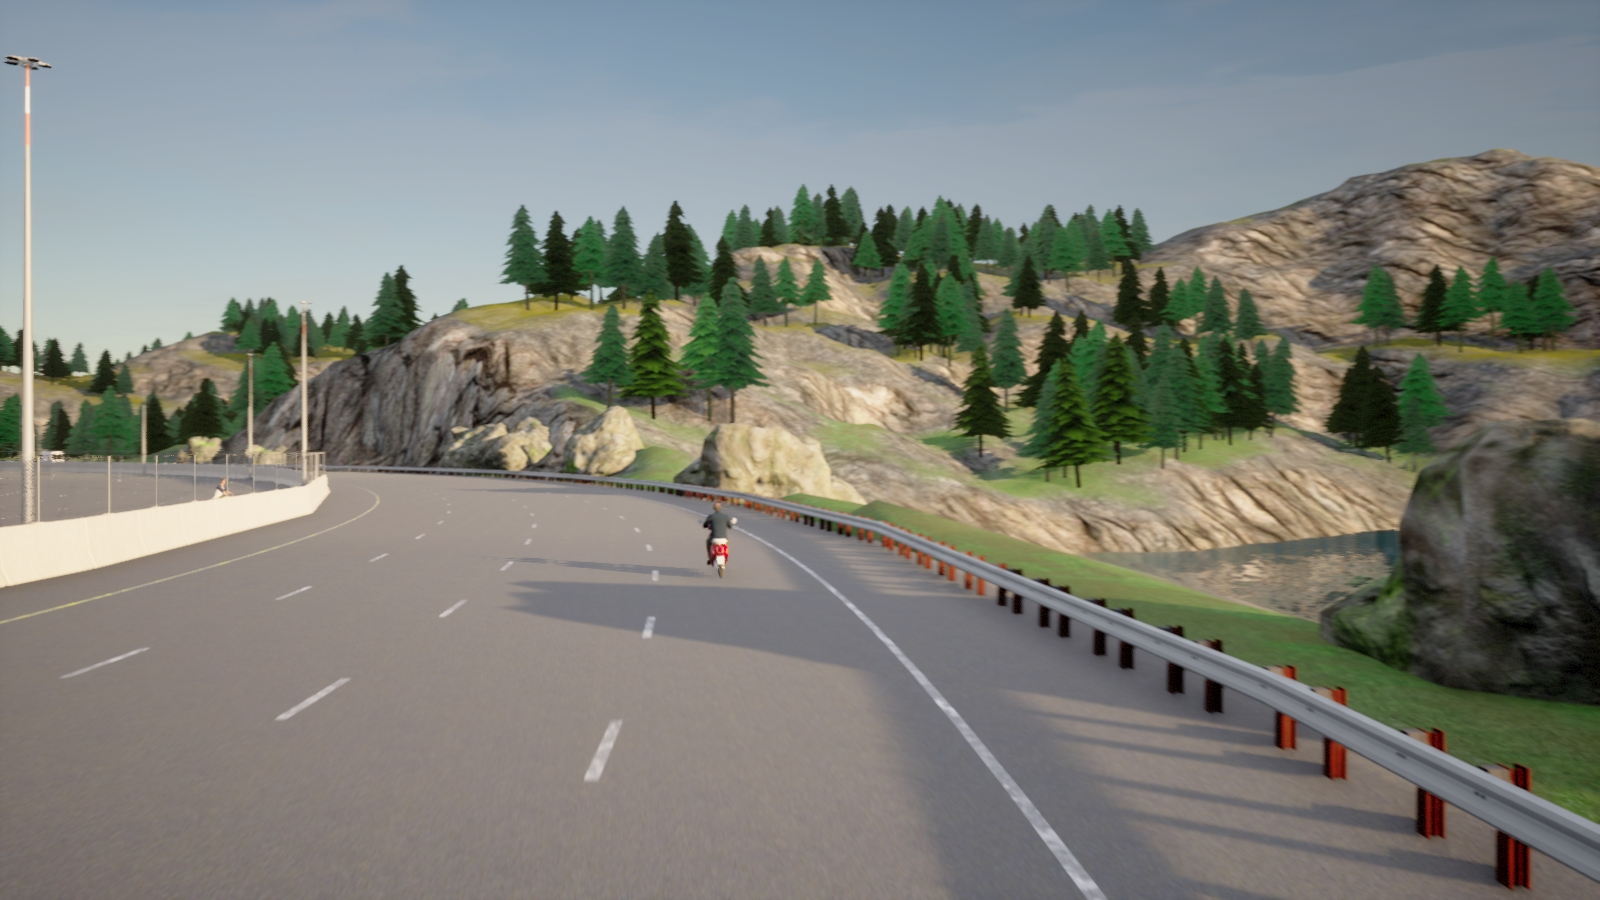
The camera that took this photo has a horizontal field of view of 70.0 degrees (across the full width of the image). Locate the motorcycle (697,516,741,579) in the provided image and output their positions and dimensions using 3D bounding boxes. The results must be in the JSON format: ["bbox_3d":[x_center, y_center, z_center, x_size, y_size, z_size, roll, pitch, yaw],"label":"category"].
[{"bbox_3d":[-1.833,2.155,25.546,0.856,1.236,1.805,-1,0,-8],"label":"motorcycle"}]

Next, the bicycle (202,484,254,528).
[{"bbox_3d":[-20.749,2.042,41.458,1.643,1.514,0.373,-2,-3,-9],"label":"bicycle"}]
